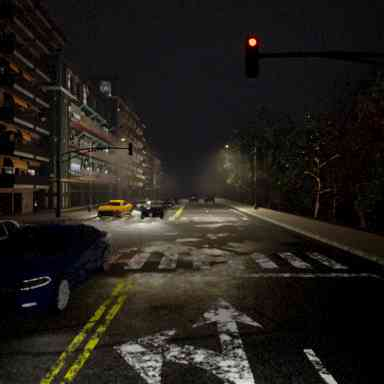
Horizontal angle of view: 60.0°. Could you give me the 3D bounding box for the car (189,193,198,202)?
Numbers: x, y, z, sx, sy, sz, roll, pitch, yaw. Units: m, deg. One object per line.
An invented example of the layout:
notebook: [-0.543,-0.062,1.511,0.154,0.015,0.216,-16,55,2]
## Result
car: [0.327,1.253,76.576,2.150,2.045,5.566,0,0,0]

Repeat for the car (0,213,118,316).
car: [-3.321,1.479,7.828,1.882,1.535,5.008,0,0,0]

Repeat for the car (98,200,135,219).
car: [-6.707,1.488,29.391,1.882,1.535,5.008,0,0,5]

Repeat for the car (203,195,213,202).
car: [3.576,1.498,76.485,2.033,1.411,5.357,0,0,0]

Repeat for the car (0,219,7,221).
car: [-6.566,1.558,10.252,2.033,1.411,5.357,0,-1,0]

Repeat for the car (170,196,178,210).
car: [-3.161,1.513,42.040,1.837,1.490,4.892,0,0,0]

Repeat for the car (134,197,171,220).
car: [-3.230,1.507,28.435,2.128,1.511,4.902,0,0,0]

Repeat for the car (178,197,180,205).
car: [-3.084,1.519,58.519,1.837,1.490,4.892,0,0,0]

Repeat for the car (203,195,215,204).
car: [3.532,1.525,66.065,1.837,1.490,4.892,0,0,0]

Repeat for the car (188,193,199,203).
car: [0.384,1.512,66.486,2.128,1.511,4.902,0,0,0]

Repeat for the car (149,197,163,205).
car: [-6.301,1.617,59.279,1.895,1.301,4.718,0,0,1]
